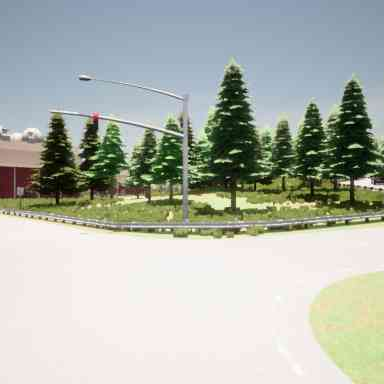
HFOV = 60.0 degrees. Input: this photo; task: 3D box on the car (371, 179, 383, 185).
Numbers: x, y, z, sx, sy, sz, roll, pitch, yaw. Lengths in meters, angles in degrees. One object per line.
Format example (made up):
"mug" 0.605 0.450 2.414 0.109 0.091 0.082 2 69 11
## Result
"car" 29.010 -1.912 51.528 1.837 1.490 4.892 0 5 21
